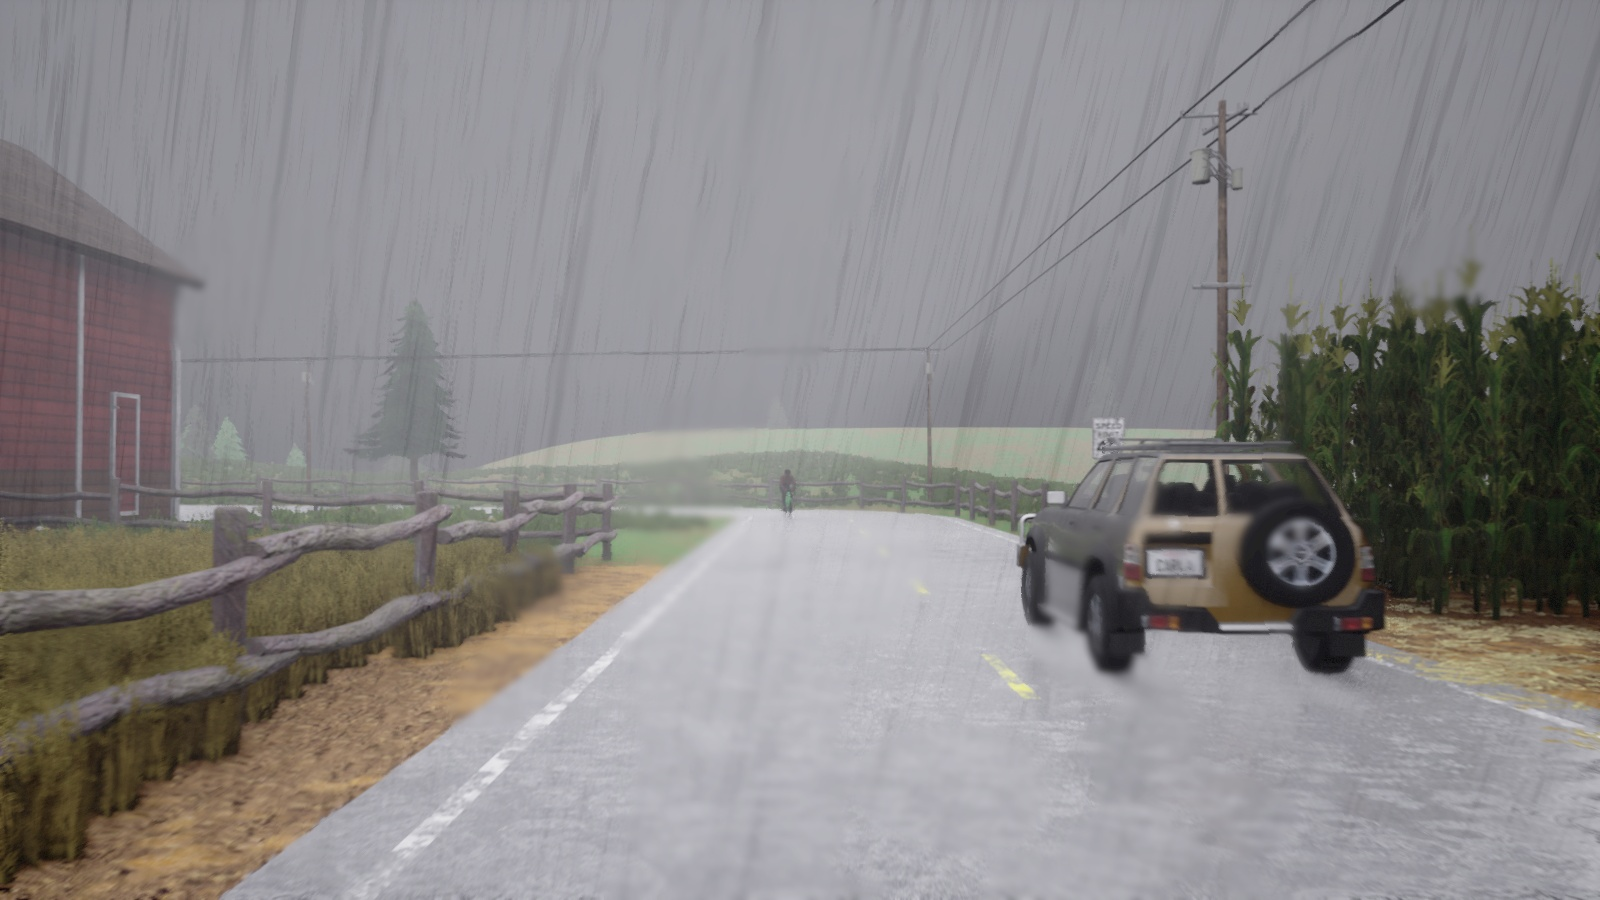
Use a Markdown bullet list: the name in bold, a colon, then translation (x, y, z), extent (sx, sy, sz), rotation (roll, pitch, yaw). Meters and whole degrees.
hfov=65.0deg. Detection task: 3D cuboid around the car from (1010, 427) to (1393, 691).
- **car**: translation (3.215, 0.805, 11.164), extent (1.932, 1.855, 4.605), rotation (0, -1, 0)
